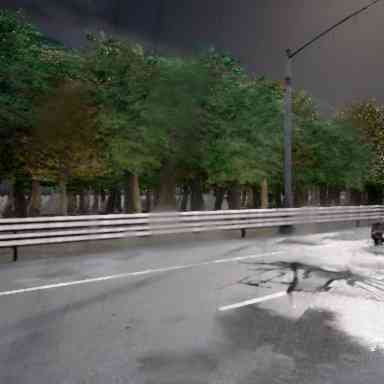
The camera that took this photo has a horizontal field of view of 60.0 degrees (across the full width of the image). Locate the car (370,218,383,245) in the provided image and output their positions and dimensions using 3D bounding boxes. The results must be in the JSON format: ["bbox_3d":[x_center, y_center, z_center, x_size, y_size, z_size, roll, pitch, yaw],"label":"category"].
[{"bbox_3d":[9.603,1.578,14.428,4.674,1.442,1.812,0,0,-33],"label":"car"}]
